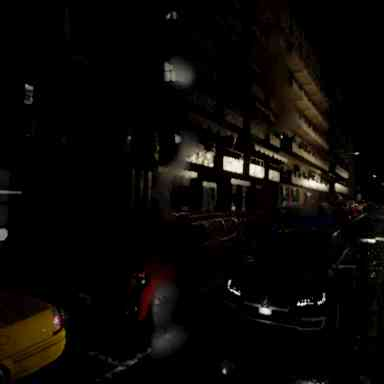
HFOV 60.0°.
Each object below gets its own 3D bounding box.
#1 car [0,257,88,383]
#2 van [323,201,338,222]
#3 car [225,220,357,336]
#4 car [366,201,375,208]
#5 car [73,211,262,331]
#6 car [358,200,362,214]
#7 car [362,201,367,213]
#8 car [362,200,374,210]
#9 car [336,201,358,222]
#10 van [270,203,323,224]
[{"bbox_3d":[-3.353,1.539,2.559,1.752,1.417,4.829,2,0,31],"label":"car"},{"bbox_3d":[8.113,1.649,21.676,1.690,1.788,3.998,2,0,31],"label":"van"},{"bbox_3d":[2.370,1.603,7.147,1.837,1.490,4.892,0,-1,31],"label":"car"},{"bbox_3d":[42.228,2.928,78.591,1.802,1.307,4.206,1,0,31],"label":"car"},{"bbox_3d":[-0.416,1.401,7.448,2.192,1.841,5.009,2,0,31],"label":"car"},{"bbox_3d":[16.644,1.859,35.904,2.192,1.841,5.009,2,0,31],"label":"car"},{"bbox_3d":[22.325,2.275,45.391,1.947,1.339,4.313,2,0,31],"label":"car"},{"bbox_3d":[30.861,2.285,59.618,2.192,1.841,5.009,1,0,31],"label":"car"},{"bbox_3d":[13.801,1.779,31.162,2.192,1.841,5.009,2,0,31],"label":"car"},{"bbox_3d":[5.269,1.572,16.932,1.690,1.788,3.998,2,0,31],"label":"van"}]
